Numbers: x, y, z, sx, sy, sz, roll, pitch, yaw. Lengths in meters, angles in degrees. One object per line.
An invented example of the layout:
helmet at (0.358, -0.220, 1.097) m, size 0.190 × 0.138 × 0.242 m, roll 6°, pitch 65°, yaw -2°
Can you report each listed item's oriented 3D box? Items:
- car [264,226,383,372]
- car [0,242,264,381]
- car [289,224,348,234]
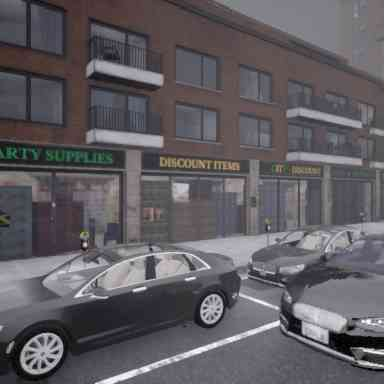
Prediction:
car at (3.530, 1.491, 5.586) m, size 4.902 × 1.511 × 2.128 m, roll 0°, pitch 0°, yaw -35°
car at (-1.158, 1.551, 5.362) m, size 4.403 × 1.369 × 2.008 m, roll 0°, pitch 0°, yaw -35°
car at (3.335, 1.551, 8.565) m, size 4.403 × 1.369 × 2.008 m, roll 0°, pitch 0°, yaw -35°
